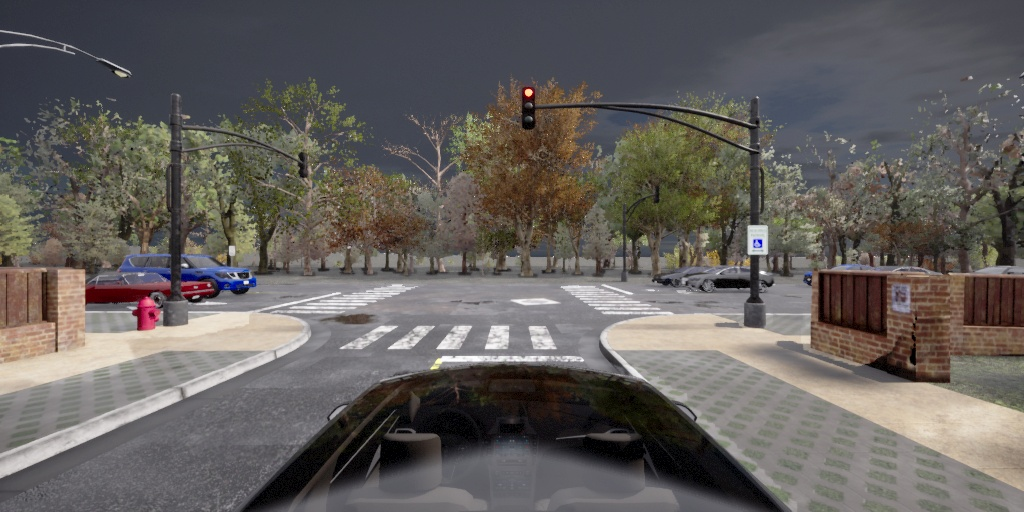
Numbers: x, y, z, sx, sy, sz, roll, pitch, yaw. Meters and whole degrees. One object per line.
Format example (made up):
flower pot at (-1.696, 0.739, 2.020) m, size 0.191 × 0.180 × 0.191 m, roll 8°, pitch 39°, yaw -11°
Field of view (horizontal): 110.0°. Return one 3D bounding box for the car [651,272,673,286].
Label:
car at (12.285, 1.353, 24.002) m, size 5.357 × 1.411 × 2.033 m, roll 0°, pitch 0°, yaw 0°

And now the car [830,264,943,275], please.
car at (21.942, 1.326, 20.762) m, size 4.902 × 1.511 × 2.128 m, roll 0°, pitch 0°, yaw 0°

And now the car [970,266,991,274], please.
car at (32.711, 1.398, 24.012) m, size 4.674 × 1.442 × 1.812 m, roll 0°, pitch 0°, yaw 0°

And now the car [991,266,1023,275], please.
car at (31.751, 1.357, 20.767) m, size 4.902 × 1.511 × 2.128 m, roll 0°, pitch 0°, yaw 0°

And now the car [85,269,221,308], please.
car at (-14.636, 1.295, 14.012) m, size 4.718 × 1.301 × 1.895 m, roll 0°, pitch 0°, yaw -3°

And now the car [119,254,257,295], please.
car at (-15.562, 0.916, 17.262) m, size 5.566 × 2.045 × 2.150 m, roll 0°, pitch 0°, yaw 0°

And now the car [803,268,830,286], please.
car at (22.385, 1.317, 24.014) m, size 5.008 × 1.535 × 1.882 m, roll 0°, pitch 0°, yaw 0°

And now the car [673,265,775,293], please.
car at (12.380, 1.294, 20.753) m, size 4.902 × 1.511 × 2.128 m, roll 0°, pitch 0°, yaw 0°
